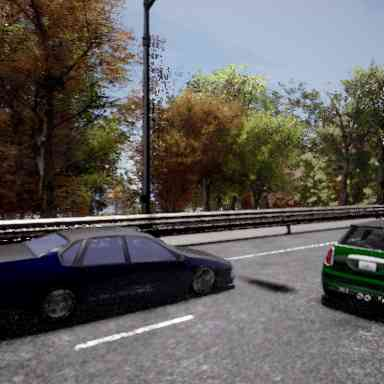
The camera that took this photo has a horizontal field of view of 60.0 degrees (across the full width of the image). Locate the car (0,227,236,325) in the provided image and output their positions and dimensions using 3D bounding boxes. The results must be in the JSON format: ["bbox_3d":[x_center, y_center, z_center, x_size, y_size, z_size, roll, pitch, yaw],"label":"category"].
[{"bbox_3d":[-1.576,1.479,6.973,5.357,1.411,2.033,5,0,-35],"label":"car"}]

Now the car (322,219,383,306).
[{"bbox_3d":[4.918,1.371,7.308,4.553,1.767,2.097,0,0,-36],"label":"car"}]
